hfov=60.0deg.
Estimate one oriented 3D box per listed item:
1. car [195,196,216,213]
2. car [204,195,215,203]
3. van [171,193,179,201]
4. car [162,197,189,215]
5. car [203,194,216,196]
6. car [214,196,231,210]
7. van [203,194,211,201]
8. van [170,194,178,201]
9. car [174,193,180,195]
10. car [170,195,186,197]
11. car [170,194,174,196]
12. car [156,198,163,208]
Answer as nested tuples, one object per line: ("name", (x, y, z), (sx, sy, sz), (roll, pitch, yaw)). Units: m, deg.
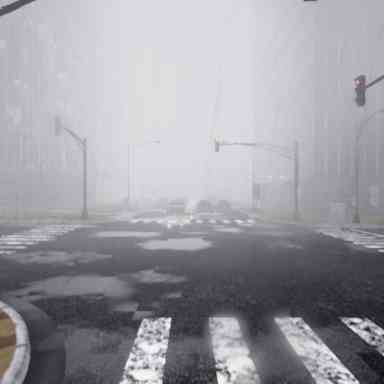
("car", (1.348, 1.528, 37.274), (1.812, 1.442, 4.674), (0, 0, 0))
("car", (3.624, 1.409, 69.564), (1.967, 1.590, 4.097), (0, 0, 0))
("van", (-4.358, 1.286, 86.097), (1.690, 1.788, 3.998), (0, 0, 0))
("car", (-1.567, 1.553, 33.739), (2.033, 1.411, 5.357), (0, 0, 0))
("car", (3.658, 1.291, 64.036), (2.192, 1.841, 5.009), (0, 0, 0))
("car", (3.844, 1.565, 41.927), (1.947, 1.339, 4.313), (0, 0, 0))
("van", (3.556, 1.294, 80.619), (1.690, 1.788, 3.998), (0, 0, 0))
("van", (-4.324, 1.294, 80.570), (1.690, 1.788, 3.998), (0, 0, 0))
("car", (-1.697, 1.474, 59.818), (2.128, 1.511, 4.902), (0, 0, 0))
("car", (-1.633, 1.545, 44.335), (2.033, 1.411, 5.357), (0, 0, -1))
("car", (-4.222, 1.542, 63.987), (1.947, 1.339, 4.313), (0, 0, 0))
("car", (-4.119, 1.577, 47.405), (1.802, 1.307, 4.206), (0, 0, 0))
